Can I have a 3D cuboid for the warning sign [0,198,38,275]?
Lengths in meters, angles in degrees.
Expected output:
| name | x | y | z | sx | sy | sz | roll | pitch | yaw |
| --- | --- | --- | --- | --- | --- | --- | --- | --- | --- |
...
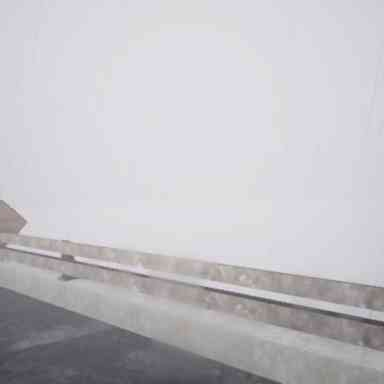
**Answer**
| name | x | y | z | sx | sy | sz | roll | pitch | yaw |
| --- | --- | --- | --- | --- | --- | --- | --- | --- | --- |
| warning sign | -4.965 | 1.119 | 8.718 | 1.060 | 1.860 | 1.300 | -1 | 0 | 36 |
